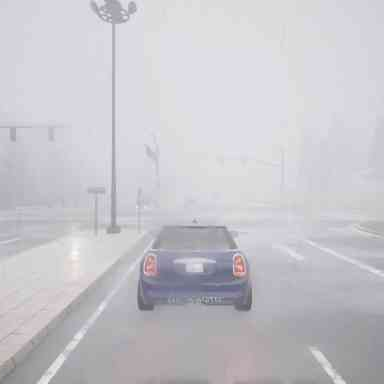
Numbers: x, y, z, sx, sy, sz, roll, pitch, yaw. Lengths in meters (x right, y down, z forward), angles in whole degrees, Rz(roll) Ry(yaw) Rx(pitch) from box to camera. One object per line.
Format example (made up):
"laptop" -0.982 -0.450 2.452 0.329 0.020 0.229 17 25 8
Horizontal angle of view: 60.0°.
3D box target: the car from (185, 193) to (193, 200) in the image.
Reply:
"car" -0.924 1.189 95.614 2.150 2.045 5.566 0 0 -1

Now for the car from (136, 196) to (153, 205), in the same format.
"car" -8.349 1.505 57.088 1.837 1.490 4.892 0 0 -1

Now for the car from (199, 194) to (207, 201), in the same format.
"car" 2.752 1.513 85.320 1.812 1.442 4.674 0 0 -1

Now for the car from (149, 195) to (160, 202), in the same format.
"car" -8.602 1.540 76.735 2.033 1.411 5.357 0 0 -1

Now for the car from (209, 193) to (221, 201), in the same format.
"car" 6.257 1.215 85.053 2.150 2.045 5.566 0 0 -1

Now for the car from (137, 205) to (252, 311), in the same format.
"car" 0.061 1.352 7.935 2.097 1.767 4.553 0 0 0

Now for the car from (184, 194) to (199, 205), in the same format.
"car" -0.225 1.526 54.755 1.812 1.442 4.674 0 0 -1

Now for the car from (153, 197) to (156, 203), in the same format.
"car" -8.448 1.505 66.297 1.837 1.490 4.892 0 0 -1
